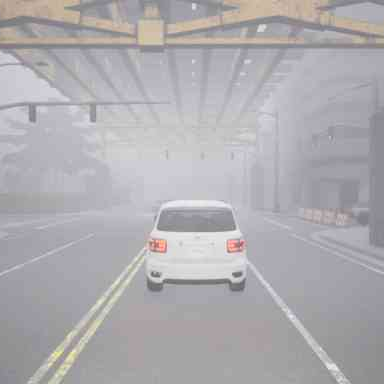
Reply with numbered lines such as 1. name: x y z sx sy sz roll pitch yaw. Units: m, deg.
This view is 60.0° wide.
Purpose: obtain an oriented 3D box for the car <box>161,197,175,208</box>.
1. car: -3.545 1.525 50.406 1.812 1.442 4.674 0 0 0

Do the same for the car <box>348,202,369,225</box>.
1. car: 13.279 1.453 22.155 4.974 1.542 2.038 0 0 -20

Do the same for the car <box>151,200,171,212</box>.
1. car: -3.567 1.601 39.116 1.895 1.301 4.718 0 0 0

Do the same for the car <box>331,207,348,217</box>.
1. car: 13.656 1.295 26.292 4.536 1.218 1.853 0 0 25

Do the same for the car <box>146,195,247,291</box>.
1. car: 0.086 1.221 9.111 2.150 2.045 5.566 0 0 0
